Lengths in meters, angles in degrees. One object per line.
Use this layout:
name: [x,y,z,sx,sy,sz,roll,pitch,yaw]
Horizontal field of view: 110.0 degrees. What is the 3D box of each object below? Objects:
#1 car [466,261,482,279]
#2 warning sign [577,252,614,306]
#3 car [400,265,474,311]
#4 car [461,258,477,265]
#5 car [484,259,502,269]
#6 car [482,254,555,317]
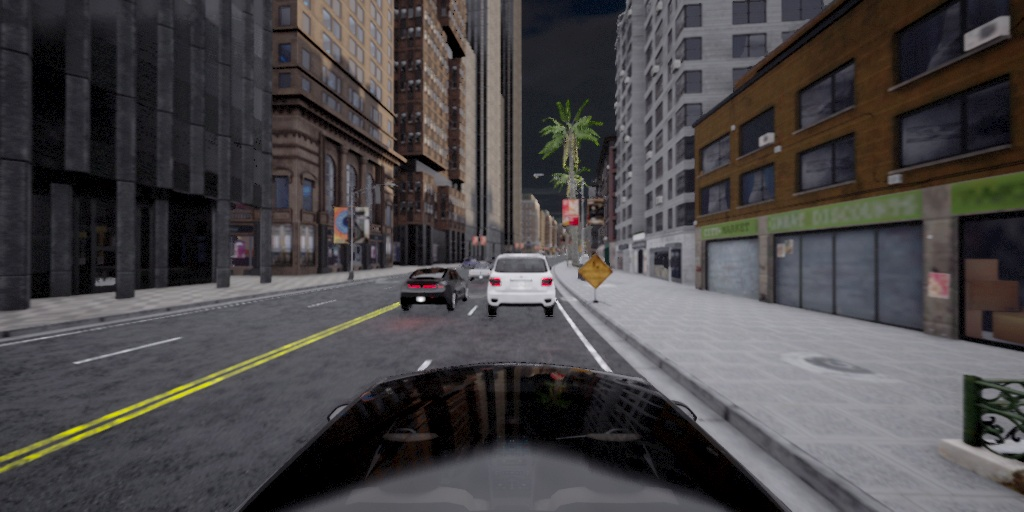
car: [-2.124,1.273,28.798,1.895,1.301,4.718,0,0,5]
warning sign: [3.059,0.846,13.136,1.300,1.860,1.060,0,0,2]
car: [-2.908,1.225,14.228,1.837,1.490,4.892,0,-1,2]
car: [-6.220,1.085,53.703,1.812,1.442,4.674,0,0,8]
car: [-2.859,1.119,54.257,1.994,1.385,4.181,0,0,8]
car: [0.314,0.948,13.323,2.150,2.045,5.566,0,0,1]
